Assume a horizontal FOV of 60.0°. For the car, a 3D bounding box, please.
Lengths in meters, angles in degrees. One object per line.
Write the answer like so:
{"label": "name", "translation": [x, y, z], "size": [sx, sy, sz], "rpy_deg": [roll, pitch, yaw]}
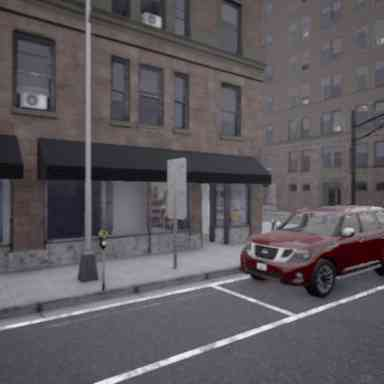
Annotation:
{"label": "car", "translation": [3.577, 1.317, 8.739], "size": [5.009, 1.841, 2.192], "rpy_deg": [0, 0, -35]}
